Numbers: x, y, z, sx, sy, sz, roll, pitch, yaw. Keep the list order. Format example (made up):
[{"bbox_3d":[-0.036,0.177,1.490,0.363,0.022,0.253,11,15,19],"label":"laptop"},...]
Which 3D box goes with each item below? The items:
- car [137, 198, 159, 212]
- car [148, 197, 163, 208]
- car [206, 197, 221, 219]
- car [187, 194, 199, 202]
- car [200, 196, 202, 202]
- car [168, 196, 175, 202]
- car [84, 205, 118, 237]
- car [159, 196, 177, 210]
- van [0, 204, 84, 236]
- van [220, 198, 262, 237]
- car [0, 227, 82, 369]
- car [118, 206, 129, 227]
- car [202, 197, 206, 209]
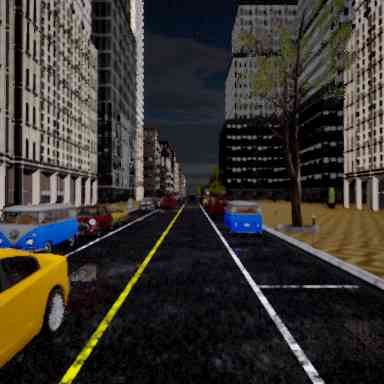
[{"bbox_3d":[-5.672,1.684,41.021,2.008,1.369,4.403,0,0,0],"label":"car"},{"bbox_3d":[-5.667,1.615,52.399,1.967,1.590,4.097,0,0,0],"label":"car"},{"bbox_3d":[2.716,1.407,29.615,2.192,1.841,5.009,0,0,0],"label":"car"},{"bbox_3d":[0.027,1.594,78.827,1.837,1.490,4.892,0,0,0],"label":"car"},{"bbox_3d":[3.022,1.680,65.447,1.801,1.575,5.366,0,0,0],"label":"car"},{"bbox_3d":[-5.656,1.885,92.222,1.887,1.381,4.507,0,0,0],"label":"car"},{"bbox_3d":[-5.679,1.496,18.265,1.967,1.590,4.097,0,0,0],"label":"car"},{"bbox_3d":[-3.071,1.626,45.245,1.882,1.535,5.008,0,0,0],"label":"car"},{"bbox_3d":[-5.680,1.379,12.576,1.690,1.788,3.998,0,0,0],"label":"van"},{"bbox_3d":[2.710,1.396,18.237,1.690,1.788,3.998,0,0,0],"label":"van"},{"bbox_3d":[-3.099,1.490,3.878,1.882,1.535,5.008,0,0,0],"label":"car"},{"bbox_3d":[-5.677,1.599,23.783,1.752,1.417,4.829,0,0,0],"label":"car"},{"bbox_3d":[2.693,1.735,46.681,1.802,1.307,4.206,0,0,0],"label":"car"}]
